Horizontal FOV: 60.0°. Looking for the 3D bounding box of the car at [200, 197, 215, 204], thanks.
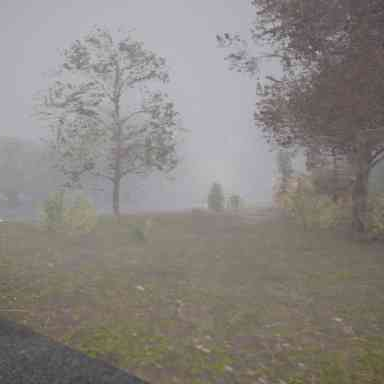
[{"bbox_3d":[3.834,1.500,67.853,2.150,2.045,5.566,0,0,36],"label":"car"}]
